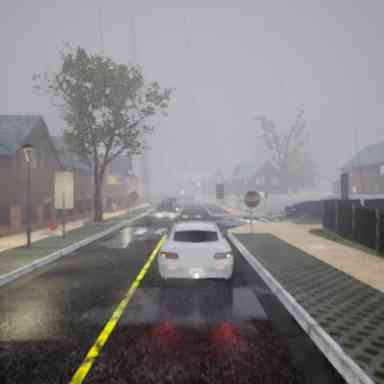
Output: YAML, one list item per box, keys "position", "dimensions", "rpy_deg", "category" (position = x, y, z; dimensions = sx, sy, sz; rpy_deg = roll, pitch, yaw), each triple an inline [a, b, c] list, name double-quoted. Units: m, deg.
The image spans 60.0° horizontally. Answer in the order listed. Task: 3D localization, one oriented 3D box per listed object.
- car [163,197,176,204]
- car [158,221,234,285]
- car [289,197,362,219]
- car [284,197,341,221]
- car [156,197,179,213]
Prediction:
- position: [-4.469, 1.697, 65.893]
  dimensions: [1.994, 1.385, 4.181]
  rpy_deg: [0, -1, -14]
  category: "car"
- position: [0.091, 1.540, 9.426]
  dimensions: [1.812, 1.442, 4.674]
  rpy_deg: [0, 0, 0]
  category: "car"
- position: [10.578, 1.223, 26.567]
  dimensions: [5.008, 1.535, 1.882]
  rpy_deg: [-2, 0, -3]
  category: "car"
- position: [8.935, 1.306, 23.792]
  dimensions: [4.674, 1.442, 1.812]
  rpy_deg: [-1, -1, -3]
  category: "car"
- position: [-2.867, 1.601, 37.791]
  dimensions: [1.994, 1.385, 4.181]
  rpy_deg: [0, 0, 0]
  category: "car"
